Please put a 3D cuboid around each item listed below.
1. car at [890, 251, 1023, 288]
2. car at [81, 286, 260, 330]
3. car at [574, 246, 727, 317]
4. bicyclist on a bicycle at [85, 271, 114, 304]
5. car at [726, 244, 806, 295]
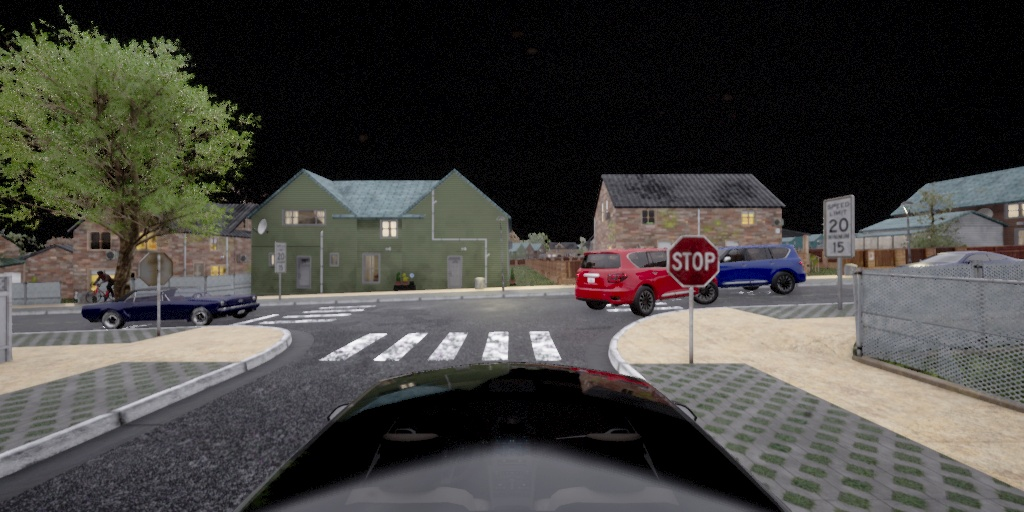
[{"bbox_3d":[19.074,0.536,15.347,4.674,1.442,1.812,-2,0,0],"label":"car"},{"bbox_3d":[-11.645,1.719,12.505,4.718,1.301,1.895,-2,0,0],"label":"car"},{"bbox_3d":[4.654,0.740,12.266,5.566,2.045,2.150,-2,0,-33],"label":"car"},{"bbox_3d":[-20.897,1.572,18.368,0.582,1.620,1.656,0,2,0],"label":"bicyclist on a bicycle"},{"bbox_3d":[9.282,0.584,15.280,5.566,2.045,2.150,-2,0,-2],"label":"car"}]
